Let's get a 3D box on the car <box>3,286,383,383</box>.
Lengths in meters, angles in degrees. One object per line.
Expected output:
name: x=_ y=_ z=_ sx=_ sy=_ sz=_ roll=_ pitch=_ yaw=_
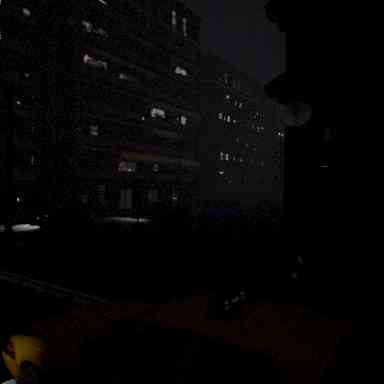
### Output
car: x=0.118 y=1.524 z=2.934 sx=4.829 sy=1.417 sz=1.752 roll=0 pitch=1 yaw=36

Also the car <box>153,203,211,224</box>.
car: x=-0.712 y=1.816 z=26.757 sx=1.947 sy=1.339 sz=4.313 roll=1 pitch=0 yaw=36

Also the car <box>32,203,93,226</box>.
car: x=-9.481 y=1.657 z=24.609 sx=1.994 sy=1.385 sz=4.181 roll=1 pitch=0 yaw=36

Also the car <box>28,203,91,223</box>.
car: x=-10.736 y=1.611 z=27.264 sx=2.008 sy=1.369 sz=4.403 roll=1 pitch=0 yaw=36

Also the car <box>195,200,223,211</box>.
car: x=2.365 y=1.825 z=45.103 sx=1.802 sy=1.307 sz=4.206 roll=1 pitch=0 yaw=36

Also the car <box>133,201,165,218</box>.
car: x=-3.648 y=1.701 z=32.533 sx=1.812 sy=1.442 sz=4.674 roll=1 pitch=0 yaw=36

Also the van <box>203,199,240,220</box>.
van: x=2.566 y=1.637 z=31.217 sx=1.690 sy=1.788 sz=3.998 roll=1 pitch=0 yaw=36

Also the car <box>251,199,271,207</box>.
car: x=12.192 y=1.959 z=58.483 sx=1.802 sy=1.307 sz=4.206 roll=1 pitch=0 yaw=36

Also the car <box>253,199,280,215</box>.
car: x=9.116 y=1.827 z=40.137 sx=1.967 sy=1.590 sz=4.097 roll=1 pitch=0 yaw=36

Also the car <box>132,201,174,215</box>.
car: x=-4.185 y=1.697 z=36.183 sx=1.887 sy=1.381 sz=4.507 roll=1 pitch=0 yaw=36

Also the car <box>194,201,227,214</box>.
car: x=2.275 y=1.821 z=40.580 sx=1.994 sy=1.385 sz=4.181 roll=1 pitch=0 yaw=37
